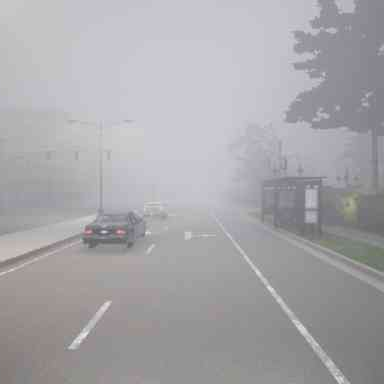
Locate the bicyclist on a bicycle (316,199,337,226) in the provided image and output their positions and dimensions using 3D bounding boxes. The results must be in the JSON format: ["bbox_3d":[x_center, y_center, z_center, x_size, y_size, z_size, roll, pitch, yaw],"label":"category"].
[{"bbox_3d":[7.968,1.260,19.664,1.656,1.620,0.582,0,4,-24],"label":"bicyclist on a bicycle"}]

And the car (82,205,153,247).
[{"bbox_3d":[-3.268,1.546,14.982,2.033,1.411,5.357,0,0,0],"label":"car"}]

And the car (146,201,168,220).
[{"bbox_3d":[-3.147,1.526,28.483,1.812,1.442,4.674,0,0,1],"label":"car"}]
